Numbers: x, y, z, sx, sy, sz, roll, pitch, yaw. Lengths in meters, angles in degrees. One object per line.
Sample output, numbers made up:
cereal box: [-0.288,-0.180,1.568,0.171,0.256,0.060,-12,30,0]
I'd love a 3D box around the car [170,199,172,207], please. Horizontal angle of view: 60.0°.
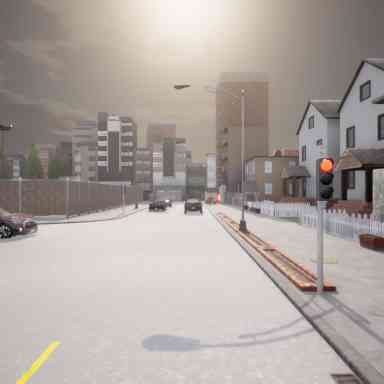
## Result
car: [-4.103,1.564,50.574,1.994,1.385,4.181,0,0,0]

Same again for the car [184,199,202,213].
car: [0.127,1.477,36.625,1.882,1.535,5.008,0,0,0]

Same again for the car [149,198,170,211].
car: [-4.112,1.601,40.505,1.895,1.301,4.718,0,0,0]

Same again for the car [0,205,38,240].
car: [-10.193,1.352,16.551,4.553,1.767,2.097,0,0,-1]
